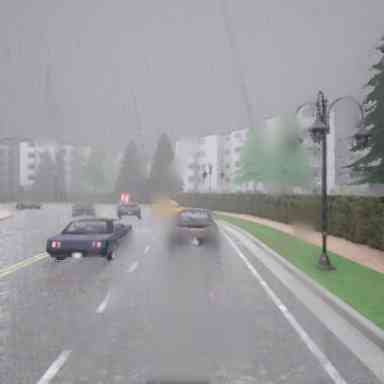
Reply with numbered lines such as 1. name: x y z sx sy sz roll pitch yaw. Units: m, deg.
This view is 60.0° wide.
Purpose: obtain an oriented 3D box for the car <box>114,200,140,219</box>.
1. car: -5.614 1.467 28.828 2.128 1.511 4.902 0 0 -16

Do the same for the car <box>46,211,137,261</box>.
1. car: -3.431 1.590 12.116 1.895 1.301 4.718 0 0 0

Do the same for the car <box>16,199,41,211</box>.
1. car: -20.028 1.529 40.744 1.994 1.385 4.181 0 0 -41

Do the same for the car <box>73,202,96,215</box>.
1. car: -9.652 1.576 29.663 1.895 1.301 4.718 0 0 -20

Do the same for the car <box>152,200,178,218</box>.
1. car: -2.428 1.452 30.337 1.882 1.535 5.008 0 0 -16

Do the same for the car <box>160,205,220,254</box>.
1. car: 0.048 1.480 13.483 2.128 1.511 4.902 0 0 -1
